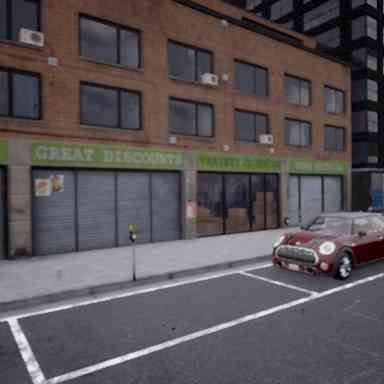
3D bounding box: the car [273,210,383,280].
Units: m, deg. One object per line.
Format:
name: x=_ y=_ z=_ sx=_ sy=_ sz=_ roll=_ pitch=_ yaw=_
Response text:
car: x=4.172 y=1.330 z=9.491 sx=4.097 sy=1.590 sz=1.967 roll=-1 pitch=0 yaw=-35
